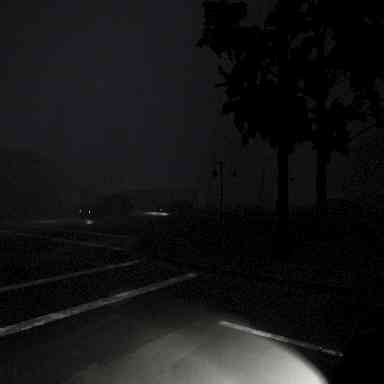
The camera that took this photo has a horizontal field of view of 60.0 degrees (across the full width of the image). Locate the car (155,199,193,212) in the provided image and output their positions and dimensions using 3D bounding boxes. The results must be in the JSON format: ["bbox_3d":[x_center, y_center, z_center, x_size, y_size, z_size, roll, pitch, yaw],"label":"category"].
[{"bbox_3d":[-1.928,1.547,38.569,2.033,1.411,5.357,0,0,34],"label":"car"}]

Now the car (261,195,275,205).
[{"bbox_3d":[13.891,1.347,60.734,2.097,1.767,4.553,0,0,7],"label":"car"}]

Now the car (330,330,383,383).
[{"bbox_3d":[2.951,1.564,1.868,4.181,1.385,1.994,0,0,36],"label":"car"}]

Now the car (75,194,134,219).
[{"bbox_3d":[-7.729,1.222,30.005,2.150,2.045,5.566,0,0,35],"label":"car"}]
